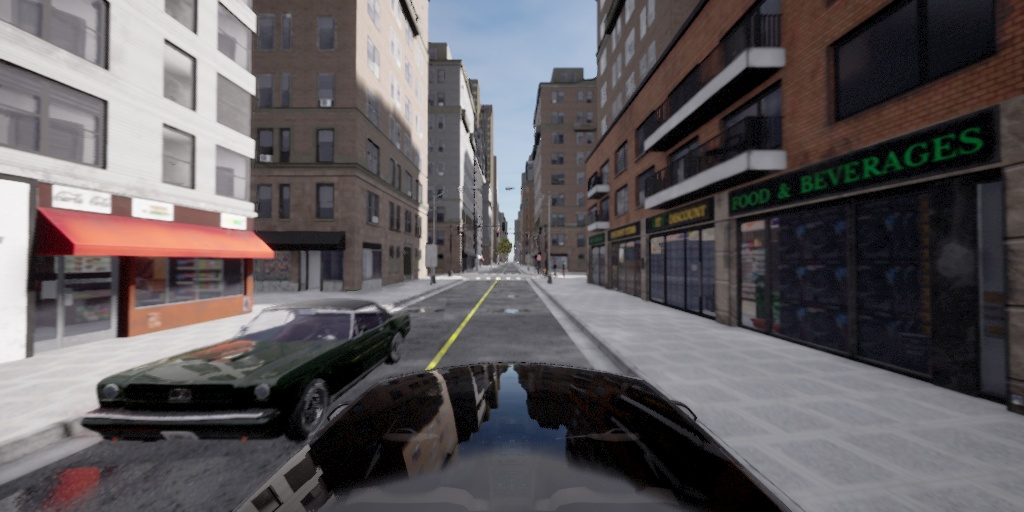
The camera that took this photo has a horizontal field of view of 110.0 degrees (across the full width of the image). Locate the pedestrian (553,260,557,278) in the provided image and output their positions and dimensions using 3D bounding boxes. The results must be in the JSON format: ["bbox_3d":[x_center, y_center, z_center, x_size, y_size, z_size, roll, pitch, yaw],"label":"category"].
[{"bbox_3d":[4.611,1.365,38.292,0.375,1.860,0.375,0,-1,0],"label":"pedestrian"}]

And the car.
[{"bbox_3d":[-3.103,1.400,5.554,1.895,1.301,4.718,0,-1,0],"label":"car"}]

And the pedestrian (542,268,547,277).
[{"bbox_3d":[3.610,1.763,39.486,0.500,1.100,0.500,0,-1,0],"label":"pedestrian"}]

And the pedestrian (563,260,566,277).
[{"bbox_3d":[5.610,1.363,38.893,0.375,1.860,0.375,0,-1,0],"label":"pedestrian"}]
